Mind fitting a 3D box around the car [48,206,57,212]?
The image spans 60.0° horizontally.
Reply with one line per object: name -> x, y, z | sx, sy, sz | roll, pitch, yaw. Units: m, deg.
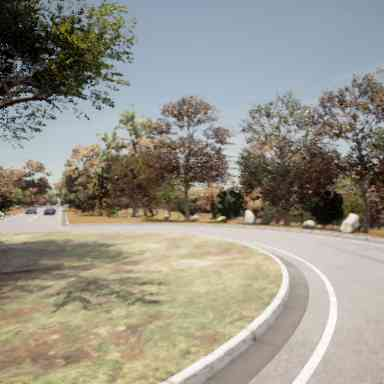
car -> -31.679, 3.860, 75.672 | 1.895, 1.301, 4.718 | 0, -1, -21

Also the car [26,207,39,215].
car -> -31.582, 3.701, 65.655 | 1.812, 1.442, 4.674 | 0, -2, -21

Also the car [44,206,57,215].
car -> -25.995, 3.541, 60.866 | 1.994, 1.385, 4.181 | 0, -2, -21
